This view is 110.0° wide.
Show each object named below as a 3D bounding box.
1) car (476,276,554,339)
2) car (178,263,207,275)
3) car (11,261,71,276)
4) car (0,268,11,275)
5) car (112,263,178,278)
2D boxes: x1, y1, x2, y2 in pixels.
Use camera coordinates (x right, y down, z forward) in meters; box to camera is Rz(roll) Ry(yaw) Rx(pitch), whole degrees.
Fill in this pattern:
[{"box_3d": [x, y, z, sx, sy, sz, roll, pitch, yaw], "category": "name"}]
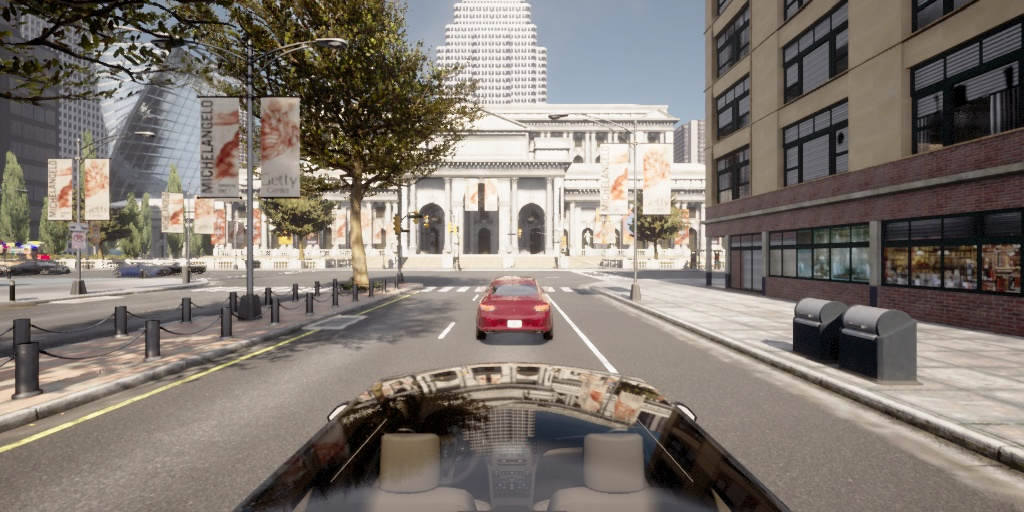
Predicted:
[{"box_3d": [0.074, 1.276, 9.929, 1.812, 1.442, 4.674, 0, 0, 0], "category": "car"}, {"box_3d": [-34.327, 1.351, 36.878, 4.718, 1.301, 1.895, 0, 0, 0], "category": "car"}, {"box_3d": [-48.499, 1.276, 36.865, 4.674, 1.442, 1.812, 0, 0, -1], "category": "car"}, {"box_3d": [-50.607, 1.255, 33.307, 4.892, 1.490, 1.837, 0, 0, -2], "category": "car"}, {"box_3d": [-34.304, 1.314, 33.372, 4.181, 1.385, 1.994, 0, 0, 0], "category": "car"}]
